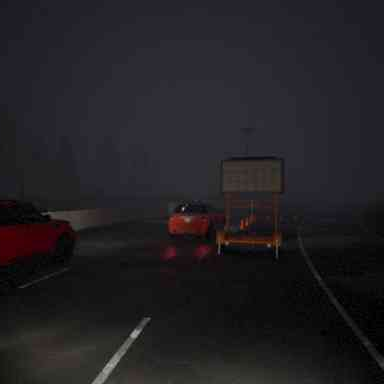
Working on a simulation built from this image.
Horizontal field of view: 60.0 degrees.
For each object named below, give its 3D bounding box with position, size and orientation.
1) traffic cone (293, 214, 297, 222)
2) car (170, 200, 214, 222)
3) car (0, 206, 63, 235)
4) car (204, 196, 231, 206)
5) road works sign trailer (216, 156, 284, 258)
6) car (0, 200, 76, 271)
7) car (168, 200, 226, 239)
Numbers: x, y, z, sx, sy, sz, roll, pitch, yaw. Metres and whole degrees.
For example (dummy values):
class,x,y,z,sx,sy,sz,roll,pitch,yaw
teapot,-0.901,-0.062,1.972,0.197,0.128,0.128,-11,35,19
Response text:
class,x,y,z,sx,sy,sz,roll,pitch,yaw
traffic cone,7.710,1.940,24.825,0.340,0.580,0.340,0,0,18
car,0.153,1.461,27.227,1.882,1.535,5.008,0,0,22
car,-10.081,1.588,19.868,1.895,1.301,4.718,0,0,16
car,4.291,1.457,55.559,2.128,1.511,4.902,0,0,38
road works sign trailer,2.336,0.456,12.891,2.380,3.560,2.880,0,0,18
car,-5.368,1.217,8.942,2.150,2.045,5.566,0,0,11
car,0.408,1.341,17.506,2.097,1.767,4.553,0,0,16
